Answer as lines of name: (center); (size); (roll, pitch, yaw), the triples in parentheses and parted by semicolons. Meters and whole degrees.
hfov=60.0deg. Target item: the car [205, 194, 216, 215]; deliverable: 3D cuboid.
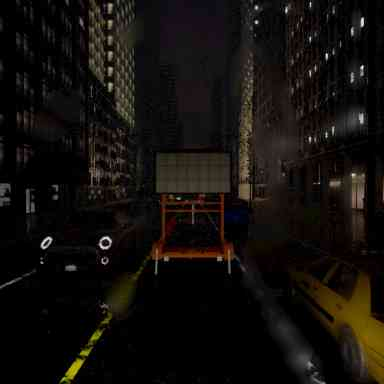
car: (2.741, 1.307, 33.457); (2.192, 1.841, 5.009); (-1, 0, 0)

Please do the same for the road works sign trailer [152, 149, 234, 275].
road works sign trailer: (0.033, 0.462, 10.460); (2.380, 3.560, 2.880); (0, 0, 0)

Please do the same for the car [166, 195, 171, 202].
car: (-5.583, 1.536, 61.890); (2.008, 1.369, 4.403); (-1, 0, 0)

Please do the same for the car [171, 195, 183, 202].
car: (-2.873, 1.530, 68.576); (2.033, 1.411, 5.357); (0, 0, 0)

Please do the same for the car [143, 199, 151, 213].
car: (-5.638, 1.543, 33.472); (2.008, 1.369, 4.403); (-1, 0, 0)

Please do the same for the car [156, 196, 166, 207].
car: (-5.605, 1.539, 50.523); (2.008, 1.369, 4.403); (-1, 0, 0)

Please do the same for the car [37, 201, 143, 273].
car: (-3.084, 1.349, 10.726); (2.097, 1.767, 4.553); (0, 0, 0)

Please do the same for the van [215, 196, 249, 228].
van: (2.720, 1.336, 22.089); (1.690, 1.788, 3.998); (-1, 0, 0)

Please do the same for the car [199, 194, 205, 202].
car: (2.797, 1.536, 61.874); (2.008, 1.369, 4.403); (-1, 0, 0)

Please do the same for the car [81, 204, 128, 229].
car: (-5.658, 1.561, 22.105); (1.947, 1.339, 4.313); (-1, 0, 0)

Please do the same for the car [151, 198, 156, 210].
car: (-5.626, 1.573, 39.156); (1.802, 1.307, 4.206); (-1, 0, 0)

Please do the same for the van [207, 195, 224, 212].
van: (2.752, 1.332, 39.140); (1.690, 1.788, 3.998); (-1, 0, 0)

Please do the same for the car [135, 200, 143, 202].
car: (-5.648, 1.538, 27.789); (1.887, 1.381, 4.507); (-1, 0, 0)

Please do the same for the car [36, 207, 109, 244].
car: (-5.669, 1.547, 16.421); (2.008, 1.369, 4.403); (-1, 0, 0)

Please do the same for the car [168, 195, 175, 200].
car: (-5.530, 1.502, 90.139); (1.752, 1.417, 4.829); (-1, 0, 0)

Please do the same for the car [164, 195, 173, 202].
car: (-5.552, 1.420, 78.941); (1.967, 1.590, 4.097); (-1, 0, 0)

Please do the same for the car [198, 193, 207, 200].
car: (2.849, 1.291, 90.293); (2.192, 1.841, 5.009); (-1, 0, 0)

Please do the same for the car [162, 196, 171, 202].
car: (-5.562, 1.564, 73.258); (1.802, 1.307, 4.206); (-1, 0, 0)

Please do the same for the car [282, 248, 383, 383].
car: (2.690, 1.524, 5.208); (1.752, 1.417, 4.829); (-1, 0, 0)
